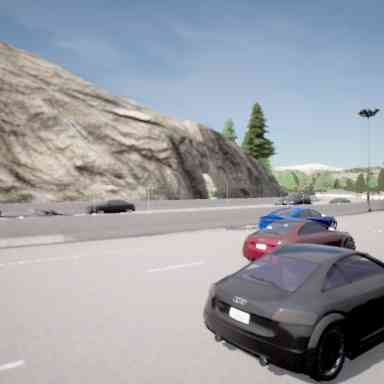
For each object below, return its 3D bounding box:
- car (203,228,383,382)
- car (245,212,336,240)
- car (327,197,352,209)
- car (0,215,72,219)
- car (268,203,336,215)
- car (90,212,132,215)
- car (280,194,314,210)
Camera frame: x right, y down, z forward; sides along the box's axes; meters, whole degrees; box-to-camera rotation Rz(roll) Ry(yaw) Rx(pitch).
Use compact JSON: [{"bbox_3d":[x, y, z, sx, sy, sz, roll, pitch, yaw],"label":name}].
[{"bbox_3d":[2.217,1.571,5.528,4.181,1.385,1.994,0,0,-37],"label":"car"},{"bbox_3d":[3.624,1.578,11.037,4.181,1.385,1.994,0,0,-38],"label":"car"},{"bbox_3d":[20.862,1.530,46.959,1.882,1.535,5.008,0,0,41],"label":"car"},{"bbox_3d":[-9.137,1.643,19.094,4.718,1.301,1.895,0,0,-37],"label":"car"},{"bbox_3d":[5.534,1.500,17.079,5.008,1.535,1.882,0,0,-39],"label":"car"},{"bbox_3d":[-8.064,1.541,33.330,5.008,1.535,1.882,0,0,-40],"label":"car"},{"bbox_3d":[14.226,1.278,44.791,2.150,2.045,5.566,0,0,43],"label":"car"}]
